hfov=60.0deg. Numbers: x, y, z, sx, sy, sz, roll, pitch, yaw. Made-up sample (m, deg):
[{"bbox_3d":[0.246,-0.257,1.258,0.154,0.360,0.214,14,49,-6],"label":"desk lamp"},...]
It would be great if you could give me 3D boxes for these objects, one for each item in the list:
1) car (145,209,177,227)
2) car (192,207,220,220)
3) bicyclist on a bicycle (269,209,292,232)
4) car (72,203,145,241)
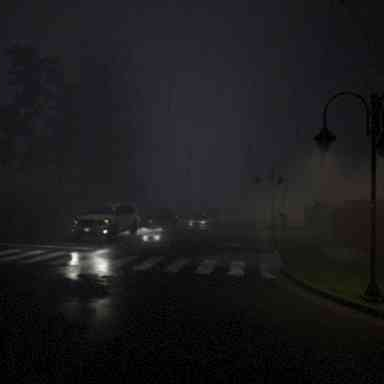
[{"bbox_3d":[-2.786,2.262,29.985,2.128,1.511,4.902,1,-2,15],"label":"car"},{"bbox_3d":[1.800,2.668,41.840,1.882,1.535,5.008,0,-2,31],"label":"car"},{"bbox_3d":[6.588,2.129,24.749,1.656,1.620,0.582,1,-2,10],"label":"bicyclist on a bicycle"},{"bbox_3d":[-4.918,1.672,19.869,2.150,2.045,5.566,1,-2,11],"label":"car"}]
